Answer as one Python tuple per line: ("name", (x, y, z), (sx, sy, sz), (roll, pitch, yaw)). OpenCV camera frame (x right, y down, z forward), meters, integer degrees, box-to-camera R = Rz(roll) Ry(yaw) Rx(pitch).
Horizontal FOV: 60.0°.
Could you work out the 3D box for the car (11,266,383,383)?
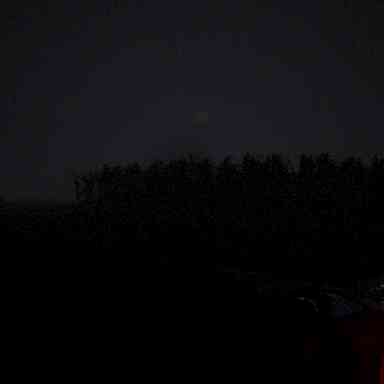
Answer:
("car", (0.454, 1.558, 3.395), (4.181, 1.385, 1.994), (0, 0, -36))
